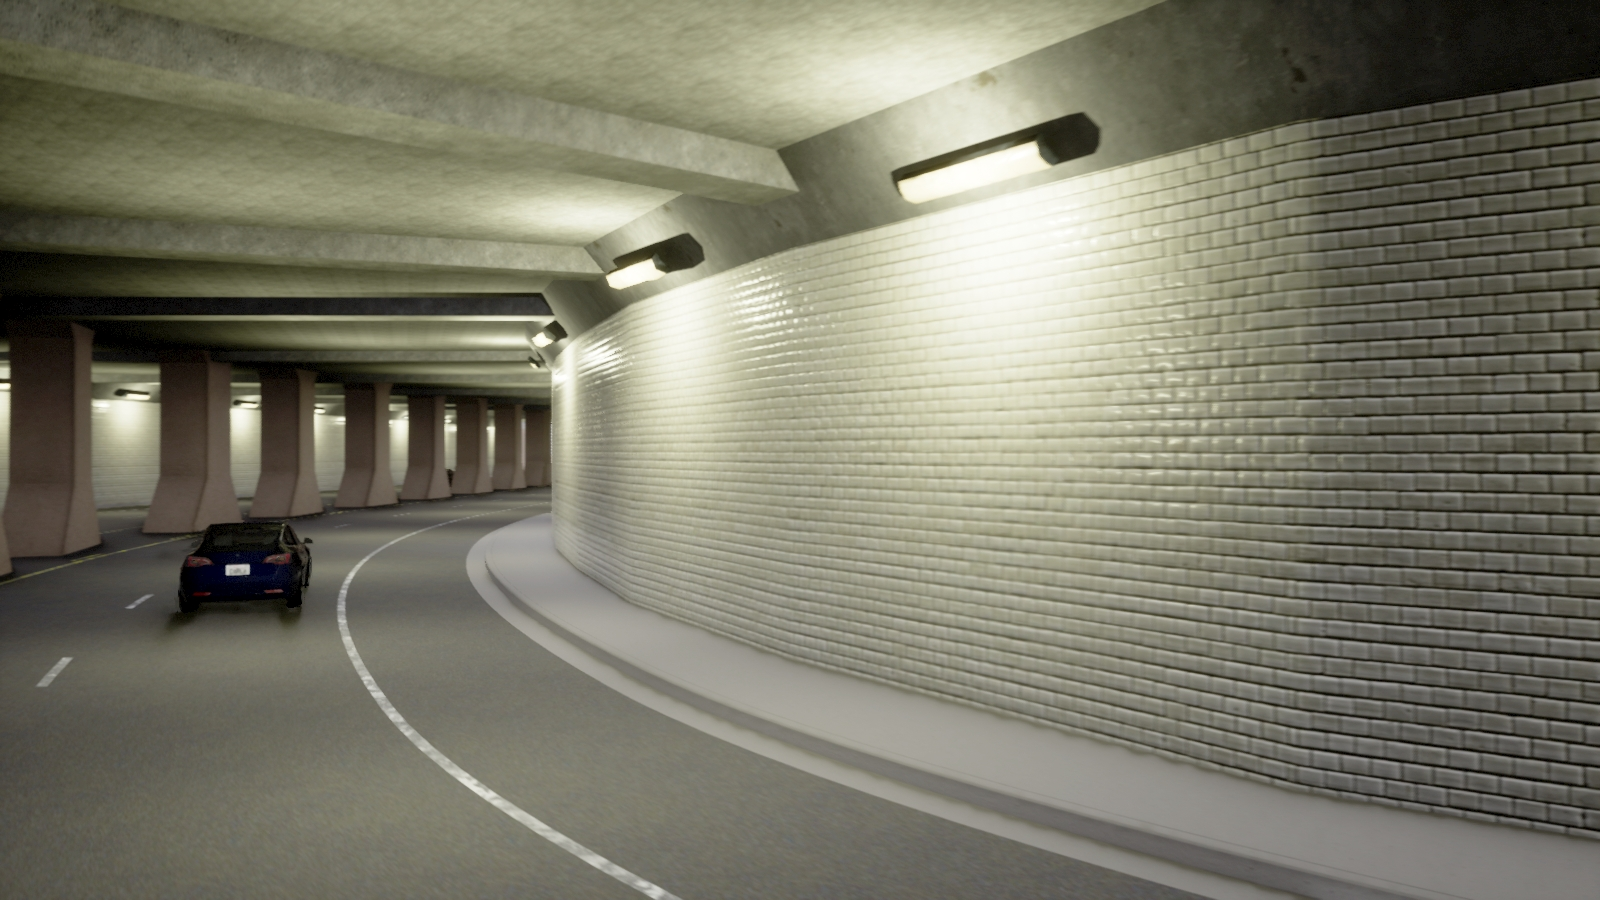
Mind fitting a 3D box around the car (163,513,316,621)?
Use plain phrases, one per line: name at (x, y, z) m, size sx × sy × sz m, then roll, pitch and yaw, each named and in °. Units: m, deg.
car at (-10.364, 2.075, 21.473) m, size 2.163 × 1.488 × 4.792 m, roll 0°, pitch 0°, yaw -21°
